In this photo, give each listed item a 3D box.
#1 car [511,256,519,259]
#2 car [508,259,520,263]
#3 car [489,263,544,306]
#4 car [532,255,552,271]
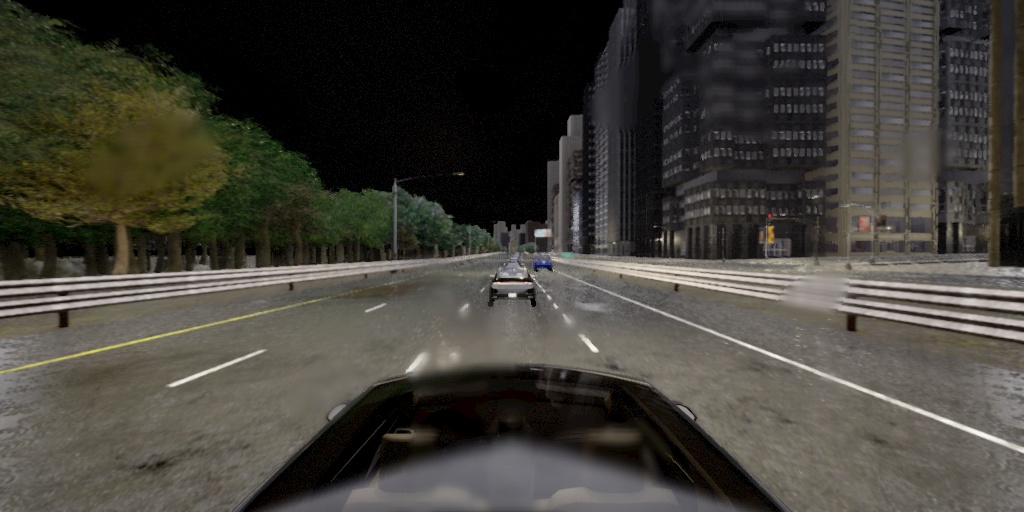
[{"bbox_3d":[0.317,1.161,54.147,1.994,1.385,4.181,0,0,1],"label":"car"},{"bbox_3d":[0.139,1.233,35.647,1.994,1.385,4.181,0,0,0],"label":"car"},{"bbox_3d":[0.027,1.230,15.676,2.128,1.511,4.902,0,0,0],"label":"car"},{"bbox_3d":[3.821,0.855,45.264,2.150,2.045,5.566,0,0,1],"label":"car"}]
